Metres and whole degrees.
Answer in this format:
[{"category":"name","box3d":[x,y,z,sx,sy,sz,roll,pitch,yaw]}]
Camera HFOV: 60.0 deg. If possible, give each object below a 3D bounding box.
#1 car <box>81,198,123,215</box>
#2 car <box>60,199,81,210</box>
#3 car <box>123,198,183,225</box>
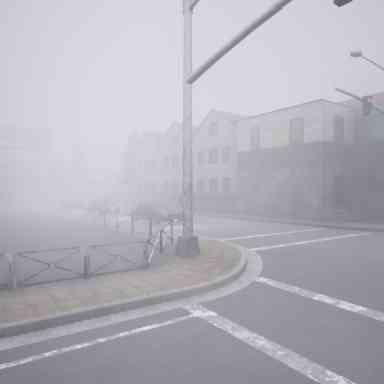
[{"category":"car","box3d":[-8.283,1.315,31.006,2.128,1.511,4.902,0,0,-35]},{"category":"car","box3d":[-14.103,1.425,39.278,1.895,1.301,4.718,0,0,-35]},{"category":"car","box3d":[-2.538,1.371,22.887,2.033,1.411,5.357,0,0,-35]}]
